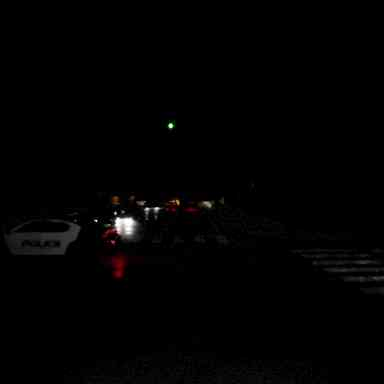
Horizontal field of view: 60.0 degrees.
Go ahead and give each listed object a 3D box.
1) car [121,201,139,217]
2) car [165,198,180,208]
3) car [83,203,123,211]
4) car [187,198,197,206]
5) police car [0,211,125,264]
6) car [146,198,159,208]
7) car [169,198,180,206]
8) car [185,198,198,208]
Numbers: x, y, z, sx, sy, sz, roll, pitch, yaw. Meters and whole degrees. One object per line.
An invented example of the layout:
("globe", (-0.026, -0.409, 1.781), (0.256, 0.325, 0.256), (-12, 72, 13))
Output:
("car", (-6.622, 1.672, 34.303), (2.128, 1.511, 4.902), (0, 0, 0))
("car", (-3.301, 1.928, 53.902), (1.895, 1.301, 4.718), (0, 0, 0))
("car", (-6.602, 1.663, 23.217), (2.033, 1.411, 5.357), (0, 0, 0))
("car", (-0.065, 1.904, 63.881), (1.882, 1.535, 5.008), (0, 0, 0))
("police car", (-5.112, 1.567, 11.490), (4.974, 1.542, 2.038), (0, 0, 0))
("car", (-6.590, 1.829, 55.657), (1.837, 1.490, 4.892), (0, -1, 1))
("car", (-3.315, 1.885, 63.876), (1.882, 1.535, 5.008), (0, 0, 0))
("car", (-0.049, 1.848, 53.460), (1.837, 1.490, 4.892), (0, 0, 0))
